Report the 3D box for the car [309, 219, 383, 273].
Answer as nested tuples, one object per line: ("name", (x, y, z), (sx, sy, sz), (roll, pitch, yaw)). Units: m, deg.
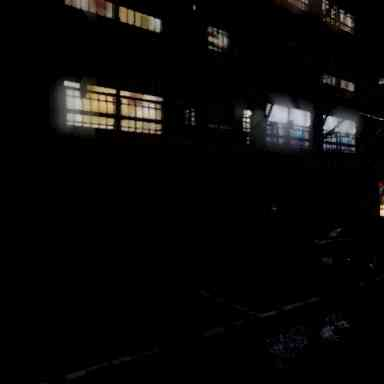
("car", (5.546, 1.543, 10.535), (4.313, 1.339, 1.947), (0, -1, -36))
